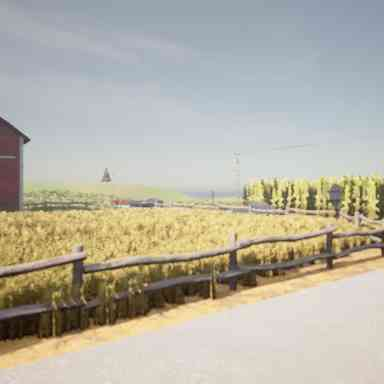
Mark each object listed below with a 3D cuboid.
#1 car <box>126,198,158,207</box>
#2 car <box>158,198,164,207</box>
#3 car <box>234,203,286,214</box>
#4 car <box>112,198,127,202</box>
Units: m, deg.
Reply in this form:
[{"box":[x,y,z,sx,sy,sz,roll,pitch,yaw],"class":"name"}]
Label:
[{"box":[-7.252,1.719,47.841,1.895,1.301,4.718,0,0,-35],"class":"car"},{"box":[-5.974,1.662,51.755,1.812,1.442,4.674,0,0,-35],"class":"car"},{"box":[5.954,1.666,29.184,2.033,1.411,5.357,0,0,-35],"class":"car"},{"box":[-12.249,1.733,59.555,4.718,1.301,1.895,0,0,33],"class":"car"}]
